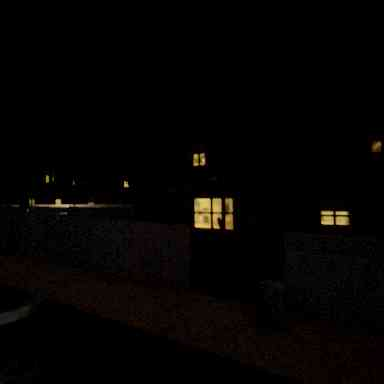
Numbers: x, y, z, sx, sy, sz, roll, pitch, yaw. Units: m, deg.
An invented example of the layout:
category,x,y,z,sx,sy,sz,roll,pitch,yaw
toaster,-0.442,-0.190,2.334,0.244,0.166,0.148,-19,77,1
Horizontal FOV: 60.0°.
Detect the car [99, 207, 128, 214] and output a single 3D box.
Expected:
category,x,y,z,sx,sy,sz,roll,pitch,yaw
car,-7.000,2.109,31.077,1.994,1.385,4.181,-1,-2,35
